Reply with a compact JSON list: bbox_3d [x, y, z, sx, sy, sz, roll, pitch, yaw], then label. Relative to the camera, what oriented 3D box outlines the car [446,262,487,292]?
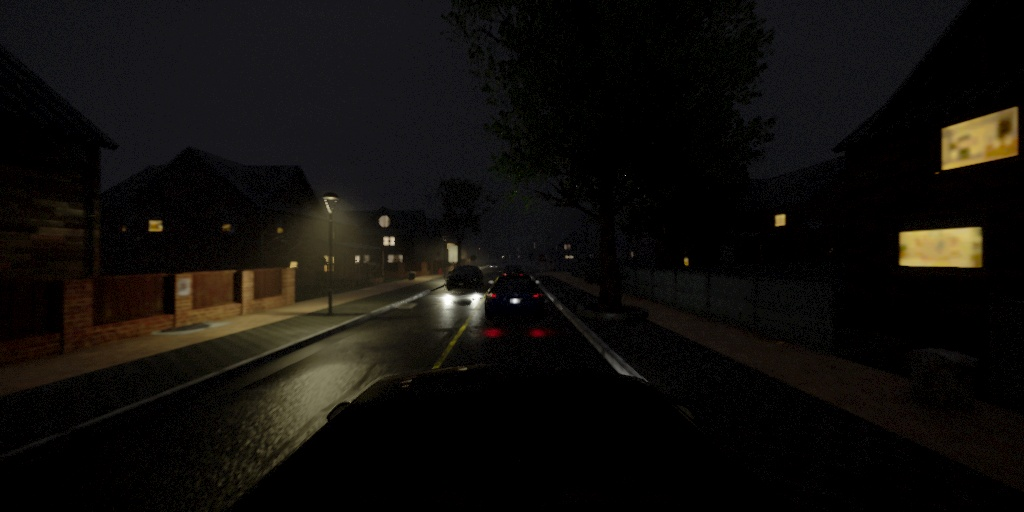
[{"bbox_3d":[-2.852,1.319,22.546,1.882,1.535,5.008,0,0,0],"label":"car"}]

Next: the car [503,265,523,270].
[{"bbox_3d":[0.086,1.413,28.295,2.033,1.411,5.357,0,0,0],"label":"car"}]

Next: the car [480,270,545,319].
[{"bbox_3d":[0.094,1.364,13.041,1.994,1.385,4.181,0,0,0],"label":"car"}]
